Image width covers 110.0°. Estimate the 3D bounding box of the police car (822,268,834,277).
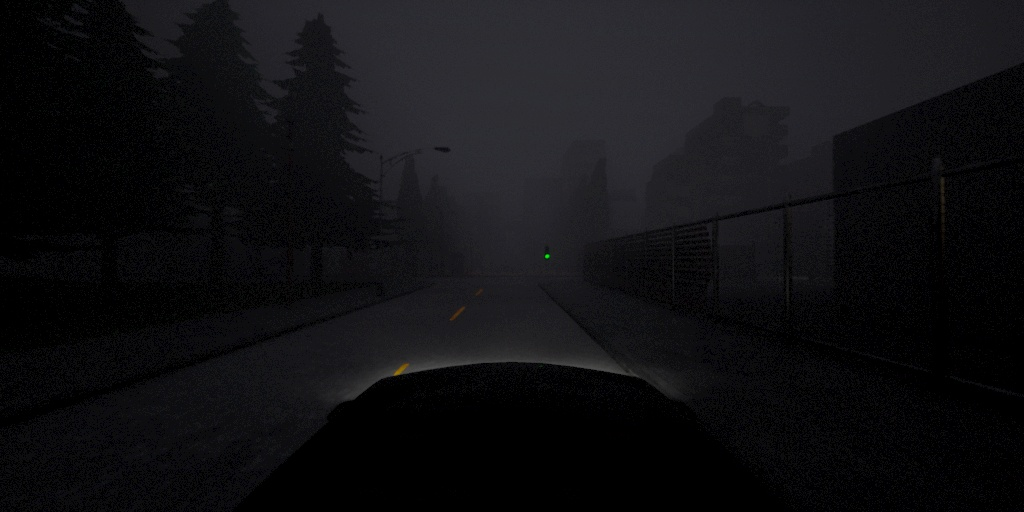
[{"bbox_3d":[37.511,1.595,39.997,5.238,1.638,1.930,0,-1,0],"label":"police car"}]
